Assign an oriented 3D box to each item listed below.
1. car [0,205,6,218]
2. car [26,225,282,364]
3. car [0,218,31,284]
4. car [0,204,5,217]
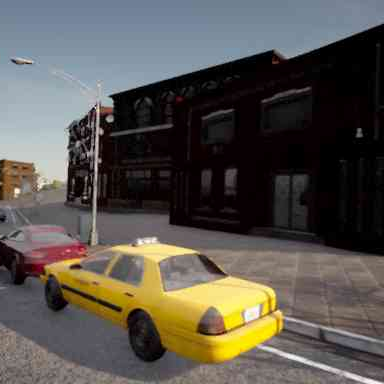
[{"bbox_3d":[-18.572,2.089,31.163,1.994,1.385,4.181,2,-2,-28],"label":"car"},{"bbox_3d":[-1.054,1.608,6.196,5.366,1.575,1.801,-1,-2,44],"label":"car"},{"bbox_3d":[-4.701,1.726,10.214,1.812,1.442,4.674,2,-2,-39],"label":"car"},{"bbox_3d":[-23.821,2.210,40.429,1.812,1.442,4.674,2,-2,-29],"label":"car"}]
